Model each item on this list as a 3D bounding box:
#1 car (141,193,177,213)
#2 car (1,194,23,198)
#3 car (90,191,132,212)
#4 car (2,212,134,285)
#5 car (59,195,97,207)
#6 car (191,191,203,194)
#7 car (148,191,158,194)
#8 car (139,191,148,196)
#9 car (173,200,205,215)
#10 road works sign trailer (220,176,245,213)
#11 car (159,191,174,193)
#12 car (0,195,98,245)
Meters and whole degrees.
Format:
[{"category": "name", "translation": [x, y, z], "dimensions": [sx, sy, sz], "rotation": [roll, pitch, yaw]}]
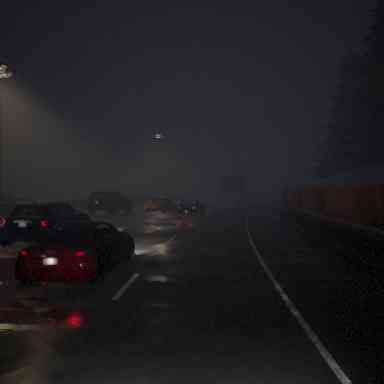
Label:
[{"category": "car", "translation": [-3.053, 1.195, 32.644], "dimensions": [1.882, 1.535, 5.008], "rotation": [0, 0, 12]}, {"category": "car", "translation": [-19.935, 1.204, 38.187], "dimensions": [1.895, 1.301, 4.718], "rotation": [0, 0, 14]}, {"category": "car", "translation": [-7.270, 0.945, 29.759], "dimensions": [2.150, 2.045, 5.566], "rotation": [0, 0, 11]}, {"category": "car", "translation": [-2.977, 1.474, 9.288], "dimensions": [1.994, 1.385, 4.181], "rotation": [0, 0, 4]}, {"category": "car", "translation": [-14.858, 1.125, 43.786], "dimensions": [2.033, 1.411, 5.357], "rotation": [0, 0, 16]}, {"category": "car", "translation": [1.029, 0.469, 81.534], "dimensions": [1.812, 1.442, 4.674], "rotation": [1, 1, 30]}, {"category": "car", "translation": [-7.909, 0.579, 79.803], "dimensions": [1.812, 1.442, 4.674], "rotation": [0, 1, 27]}, {"category": "car", "translation": [-10.981, 0.549, 81.480], "dimensions": [1.812, 1.442, 4.674], "rotation": [0, 1, 27]}, {"category": "car", "translation": [-0.013, 1.350, 30.278], "dimensions": [1.895, 1.301, 4.718], "rotation": [0, 0, 12]}, {"category": "road works sign trailer", "translation": [4.176, 0.200, 33.939], "dimensions": [2.380, 3.560, 2.880], "rotation": [0, 0, 16]}, {"category": "car", "translation": [-5.292, 0.729, 77.261], "dimensions": [1.837, 1.490, 4.892], "rotation": [0, 1, 27]}, {"category": "car", "translation": [-6.046, 1.208, 14.370], "dimensions": [2.097, 1.767, 4.553], "rotation": [0, 0, 5]}]
